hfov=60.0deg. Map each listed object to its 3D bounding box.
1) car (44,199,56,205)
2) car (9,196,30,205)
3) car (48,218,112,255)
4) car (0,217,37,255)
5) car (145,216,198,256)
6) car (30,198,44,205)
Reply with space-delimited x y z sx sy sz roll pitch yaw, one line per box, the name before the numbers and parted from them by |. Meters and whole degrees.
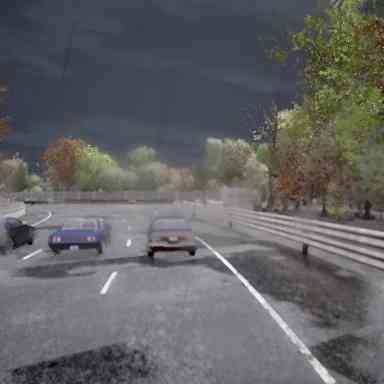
car | -35.571 2.381 81.871 5.357 1.411 2.033 -1 -1 41
car | -40.396 2.027 76.800 5.566 2.045 2.150 -1 -1 41
car | -4.522 1.753 14.197 1.895 1.301 4.718 0 -1 -7
car | -8.003 1.716 13.819 1.994 1.385 4.181 0 -1 -8
car | -0.953 1.693 13.918 2.033 1.411 5.357 0 -1 -7
car | -37.972 2.299 79.325 5.008 1.535 1.882 -1 -1 41
